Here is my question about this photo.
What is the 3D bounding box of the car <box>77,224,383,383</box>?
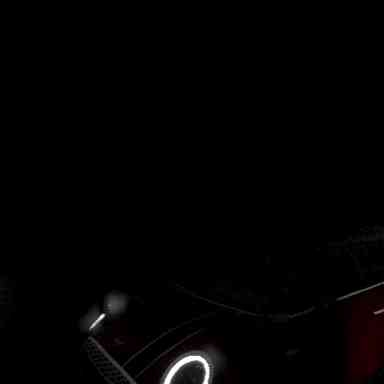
[{"bbox_3d":[1.024,1.352,4.108,4.553,1.767,2.097,0,0,-35],"label":"car"}]
